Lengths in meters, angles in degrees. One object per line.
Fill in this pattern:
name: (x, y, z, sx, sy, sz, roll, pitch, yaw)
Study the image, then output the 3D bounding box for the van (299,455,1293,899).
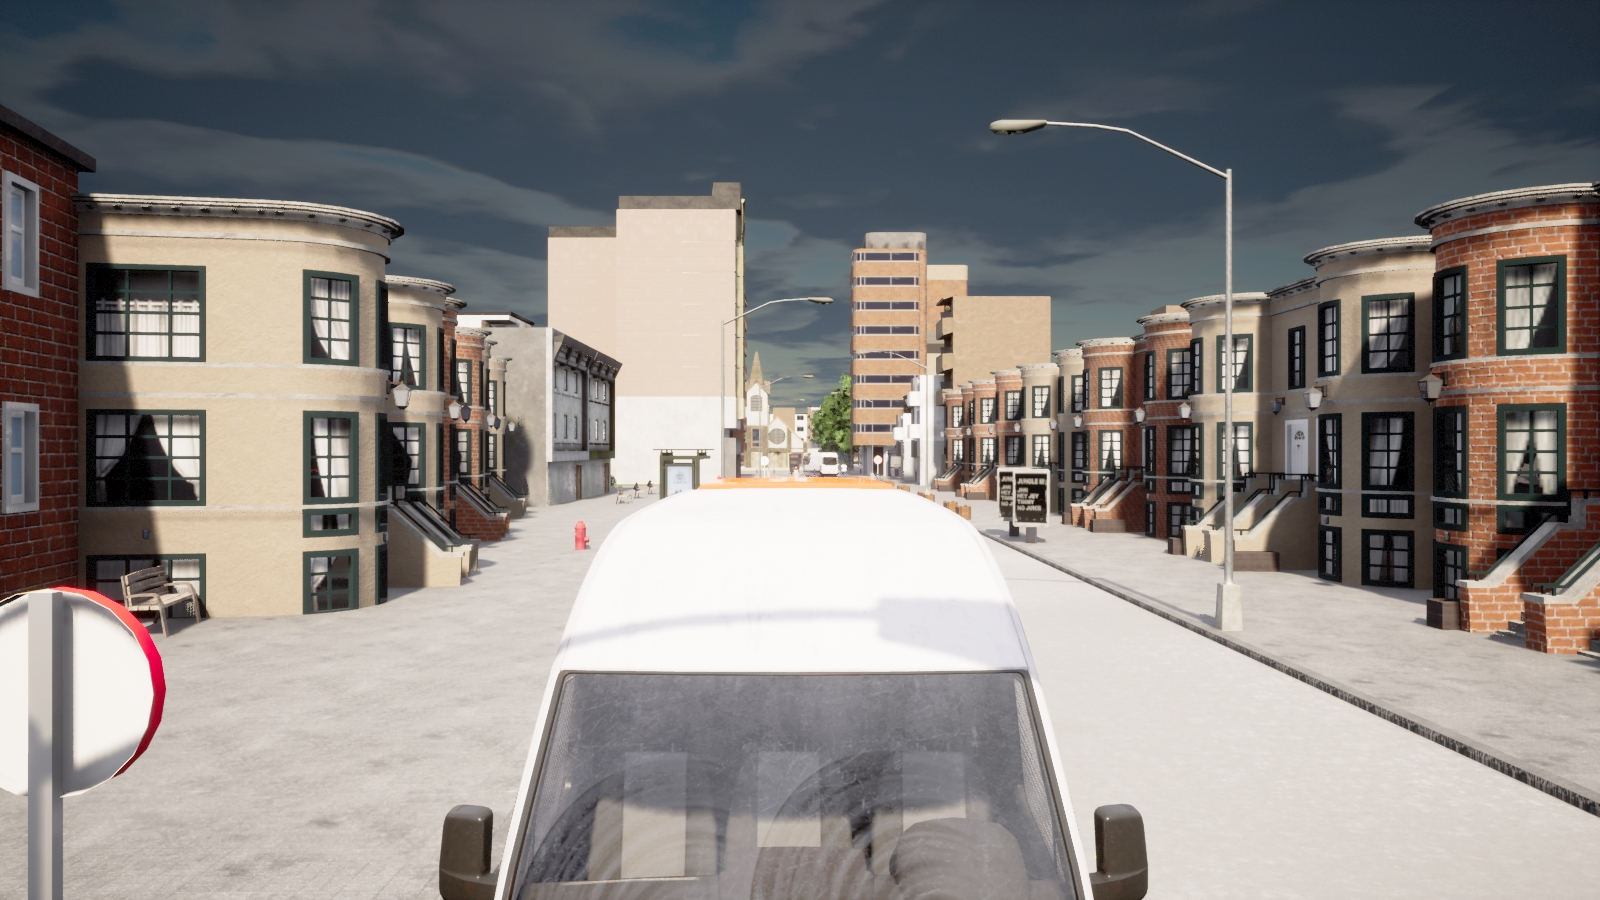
van: (-0.019, 1.314, 5.243, 1.988, 2.561, 5.915, 0, 0, 0)
